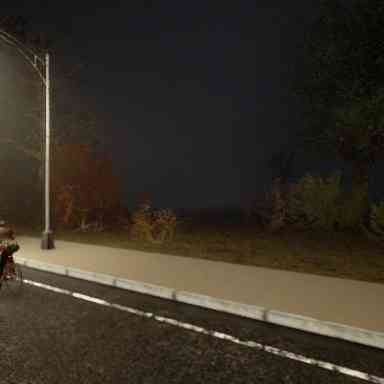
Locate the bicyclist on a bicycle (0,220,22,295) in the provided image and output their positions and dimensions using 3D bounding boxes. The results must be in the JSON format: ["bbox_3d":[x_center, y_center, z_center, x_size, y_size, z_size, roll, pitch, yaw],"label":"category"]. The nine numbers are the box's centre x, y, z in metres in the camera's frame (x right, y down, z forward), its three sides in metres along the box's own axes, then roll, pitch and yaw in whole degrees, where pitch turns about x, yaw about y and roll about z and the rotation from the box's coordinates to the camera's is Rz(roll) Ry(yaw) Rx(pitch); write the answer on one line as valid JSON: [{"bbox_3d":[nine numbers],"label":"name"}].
[{"bbox_3d":[-4.363,1.483,7.678,1.656,1.620,0.582,-1,0,35],"label":"bicyclist on a bicycle"}]
